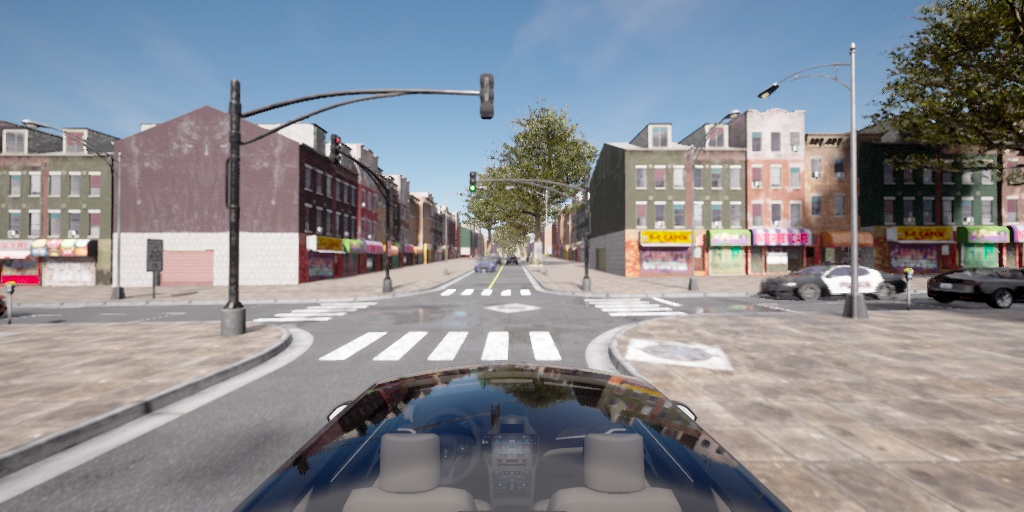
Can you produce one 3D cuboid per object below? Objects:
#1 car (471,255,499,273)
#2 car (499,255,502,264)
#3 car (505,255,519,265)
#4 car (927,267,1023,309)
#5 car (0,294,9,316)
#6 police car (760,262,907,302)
[{"bbox_3d":[-2.837,0.856,38.339,2.097,1.767,4.553,0,1,0],"label":"car"},{"bbox_3d":[-2.746,0.592,61.020,2.128,1.511,4.902,0,1,0],"label":"car"},{"bbox_3d":[0.010,0.680,56.671,1.837,1.490,4.892,0,1,0],"label":"car"},{"bbox_3d":[17.212,1.046,12.503,4.313,1.339,1.948,0,0,0],"label":"car"},{"bbox_3d":[-20.369,1.581,12.364,4.507,1.381,1.888,0,0,0],"label":"car"},{"bbox_3d":[13.279,1.071,15.135,4.974,1.542,2.038,-1,-1,0],"label":"police car"}]
